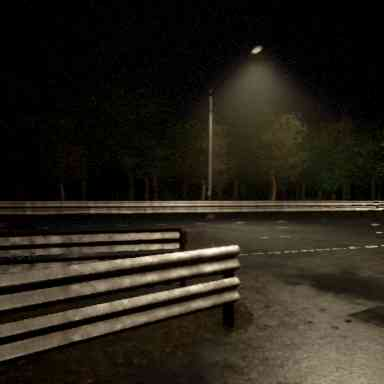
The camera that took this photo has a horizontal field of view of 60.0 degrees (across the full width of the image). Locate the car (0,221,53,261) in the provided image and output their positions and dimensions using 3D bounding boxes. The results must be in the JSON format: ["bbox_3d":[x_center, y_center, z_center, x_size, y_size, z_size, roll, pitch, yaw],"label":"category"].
[{"bbox_3d":[-7.061,1.366,10.146,5.357,1.411,2.033,1,0,-20],"label":"car"}]
